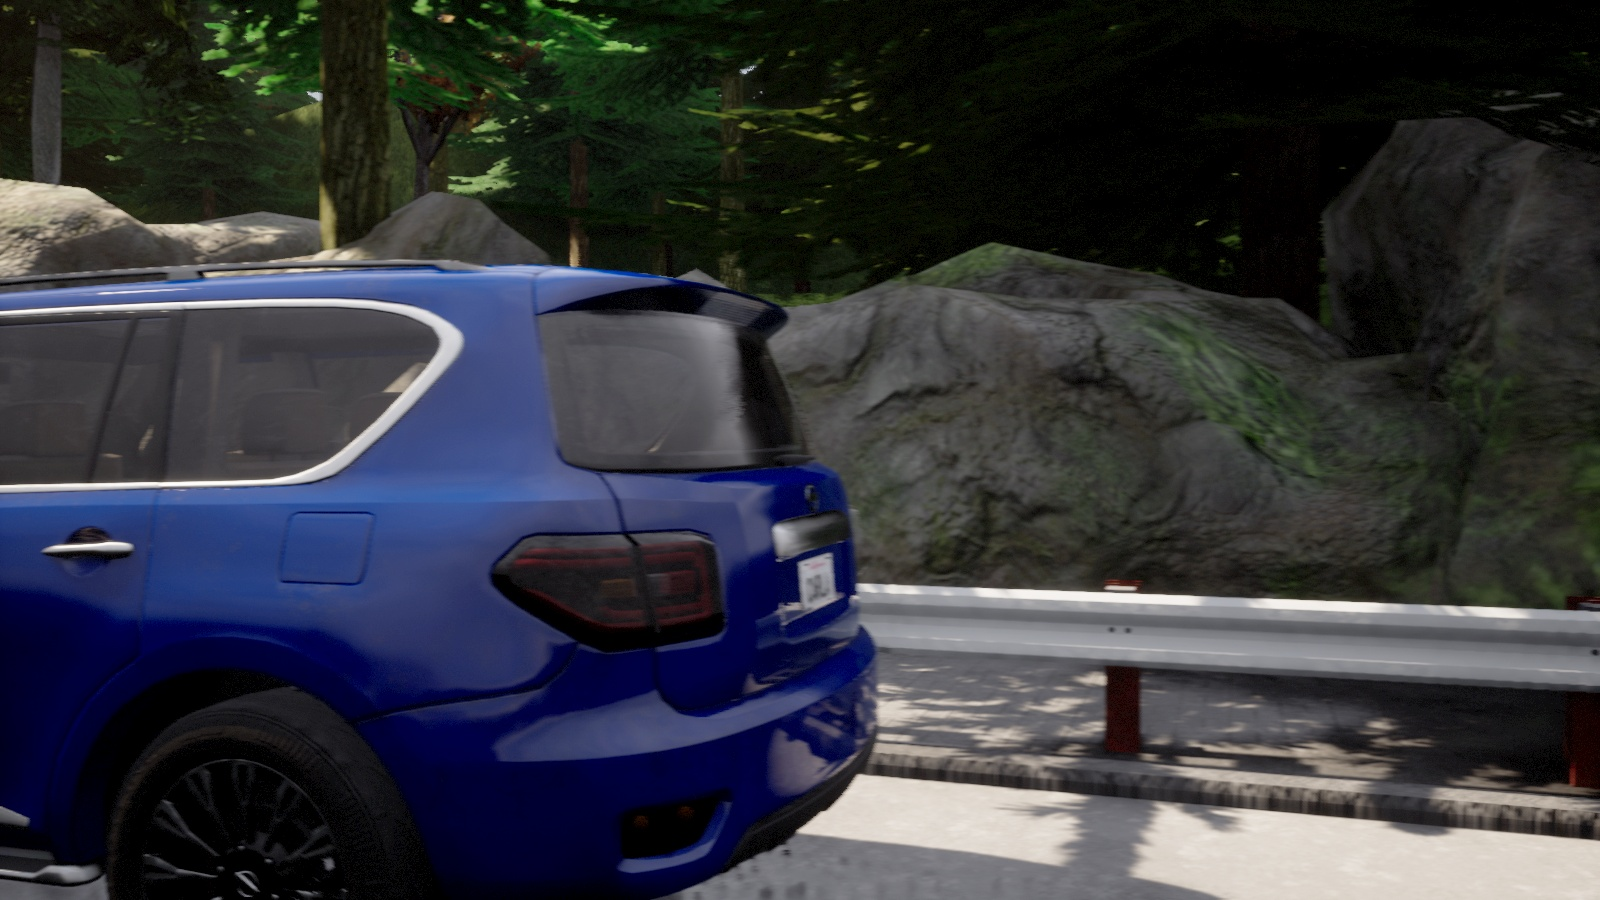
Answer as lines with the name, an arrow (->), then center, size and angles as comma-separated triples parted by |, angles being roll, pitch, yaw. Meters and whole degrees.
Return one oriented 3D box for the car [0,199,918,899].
car -> -2.541, 0.457, 4.573 | 5.566, 2.045, 2.150 | 0, 1, 19
